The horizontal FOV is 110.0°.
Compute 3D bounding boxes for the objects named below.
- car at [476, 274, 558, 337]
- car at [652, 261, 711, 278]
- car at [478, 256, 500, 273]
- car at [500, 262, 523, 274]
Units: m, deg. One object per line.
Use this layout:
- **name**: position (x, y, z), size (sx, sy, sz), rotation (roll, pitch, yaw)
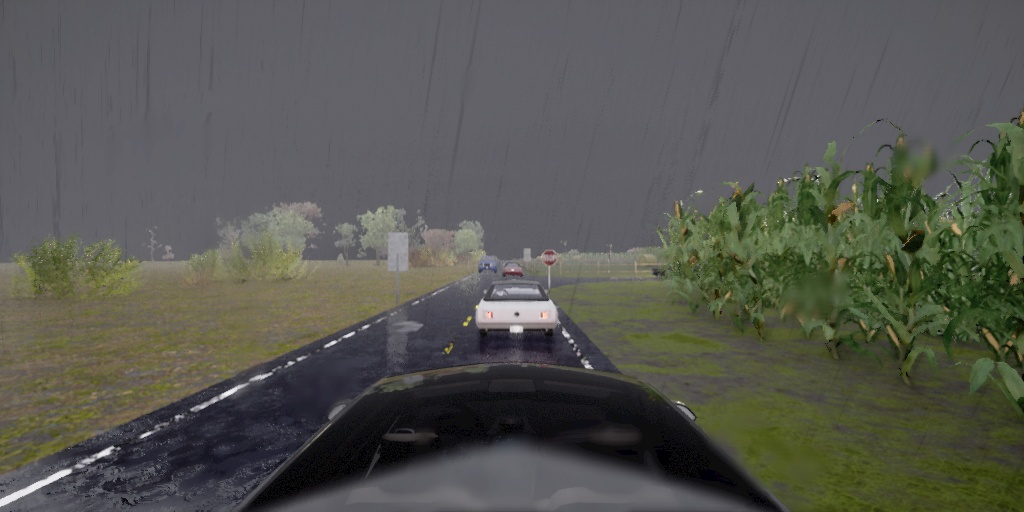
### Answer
- **car**: position (0.108, 1.357, 10.271), size (1.895, 1.301, 4.718), rotation (0, 0, 0)
- **car**: position (14.785, 1.121, 31.279), size (5.008, 1.535, 1.882), rotation (-1, -1, -1)
- **car**: position (-2.940, 1.018, 44.398), size (2.150, 2.045, 5.566), rotation (0, 0, -1)
- **car**: position (0.060, 1.349, 37.004), size (1.994, 1.385, 4.181), rotation (0, 0, 0)
